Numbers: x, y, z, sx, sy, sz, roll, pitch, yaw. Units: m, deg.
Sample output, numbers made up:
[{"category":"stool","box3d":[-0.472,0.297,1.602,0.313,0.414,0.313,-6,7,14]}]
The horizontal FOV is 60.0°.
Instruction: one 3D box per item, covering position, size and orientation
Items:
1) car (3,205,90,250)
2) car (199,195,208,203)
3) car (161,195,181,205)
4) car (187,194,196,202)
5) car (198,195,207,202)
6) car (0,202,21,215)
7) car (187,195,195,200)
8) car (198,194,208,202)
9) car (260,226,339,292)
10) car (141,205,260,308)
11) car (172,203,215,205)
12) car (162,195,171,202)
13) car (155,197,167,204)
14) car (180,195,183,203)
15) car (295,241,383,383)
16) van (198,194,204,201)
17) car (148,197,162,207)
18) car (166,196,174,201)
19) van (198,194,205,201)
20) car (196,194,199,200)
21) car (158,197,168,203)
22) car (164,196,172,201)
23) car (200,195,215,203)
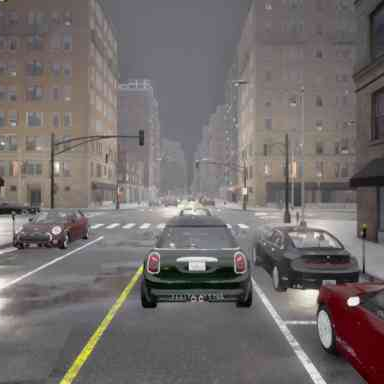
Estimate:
[{"category":"car","box3d":[-5.815,1.444,14.209,1.967,1.590,4.097,0,0,0]},{"category":"car","box3d":[2.520,1.538,74.656,1.967,1.590,4.097,0,0,0]},{"category":"car","box3d":[-3.073,1.587,50.245,2.033,1.411,5.357,0,0,-1]},{"category":"car","box3d":[-0.189,1.704,80.130,1.895,1.301,4.718,0,0,0]},{"category":"car","box3d":[2.482,1.557,80.162,1.967,1.590,4.097,0,0,0]},{"category":"car","box3d":[-16.315,1.531,30.247,4.718,1.301,1.895,0,0,0]},{"category":"car","box3d":[-0.259,1.540,90.105,1.994,1.385,4.181,0,0,0]},{"category":"car","box3d":[2.595,1.593,63.811,1.752,1.417,4.829,0,0,0]},{"category":"car","box3d":[2.697,1.553,8.700,2.008,1.369,4.403,0,0,0]},{"category":"car","box3d":[0.069,1.354,8.097,2.097,1.767,4.553,0,0,-1]},{"category":"car","box3d":[0.137,1.497,15.400,2.128,1.511,4.902,0,0,0]},{"category":"car","box3d":[-6.043,1.556,80.111,1.967,1.590,4.097,0,0,0]},{"category":"car","box3d":[-5.929,1.611,63.587,1.887,1.381,4.507,0,0,0]},{"category":"car","box3d":[-3.125,1.659,60.063,1.895,1.301,4.718,0,0,0]},{"category":"car","box3d":[2.683,1.545,3.209,1.887,1.381,4.507,0,0,0]},{"category":"van","box3d":[2.405,1.501,91.176,1.690,1.788,3.998,0,0,0]},{"category":"car","box3d":[-5.852,1.594,52.571,2.008,1.369,4.403,0,0,0]},{"category":"car","box3d":[-6.121,1.725,91.127,1.947,1.339,4.313,0,0,0]},{"category":"van","box3d":[2.444,1.478,85.670,1.690,1.788,3.998,0,0,0]},{"category":"car","box3d":[2.559,1.397,69.148,2.192,1.841,5.009,0,0,0]},{"category":"car","box3d":[-5.968,1.663,69.095,1.802,1.307,4.206,0,0,0]},{"category":"car","box3d":[-6.082,1.718,85.619,1.802,1.307,4.206,0,0,0]},{"category":"car","box3d":[2.673,1.588,52.627,1.887,1.381,4.507,0,0,0]}]
